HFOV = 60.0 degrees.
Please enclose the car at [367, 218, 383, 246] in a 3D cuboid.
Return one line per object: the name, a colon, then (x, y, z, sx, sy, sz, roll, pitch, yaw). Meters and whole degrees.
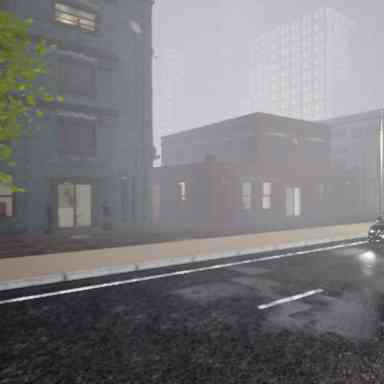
car: (9.553, 1.553, 14.493, 4.892, 1.490, 1.837, 0, 0, -35)
